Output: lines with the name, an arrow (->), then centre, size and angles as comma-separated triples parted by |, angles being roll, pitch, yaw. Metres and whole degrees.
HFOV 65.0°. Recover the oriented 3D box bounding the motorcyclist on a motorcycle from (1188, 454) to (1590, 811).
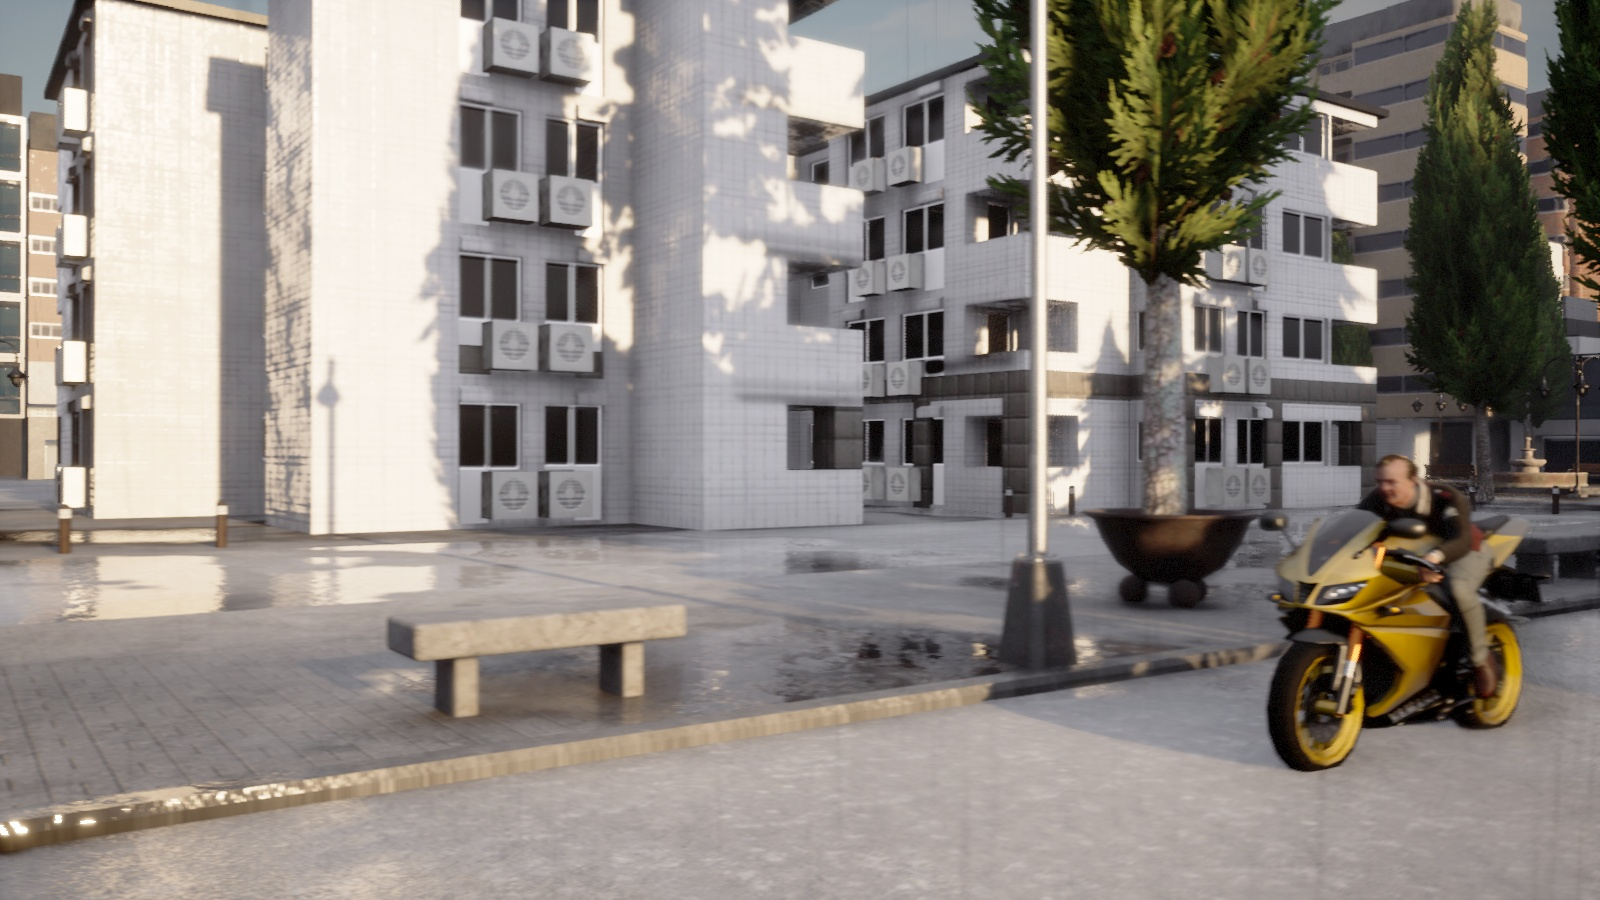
motorcyclist on a motorcycle -> 3.036, 0.789, 6.380 | 2.191, 1.530, 0.866 | 0, 0, -35
